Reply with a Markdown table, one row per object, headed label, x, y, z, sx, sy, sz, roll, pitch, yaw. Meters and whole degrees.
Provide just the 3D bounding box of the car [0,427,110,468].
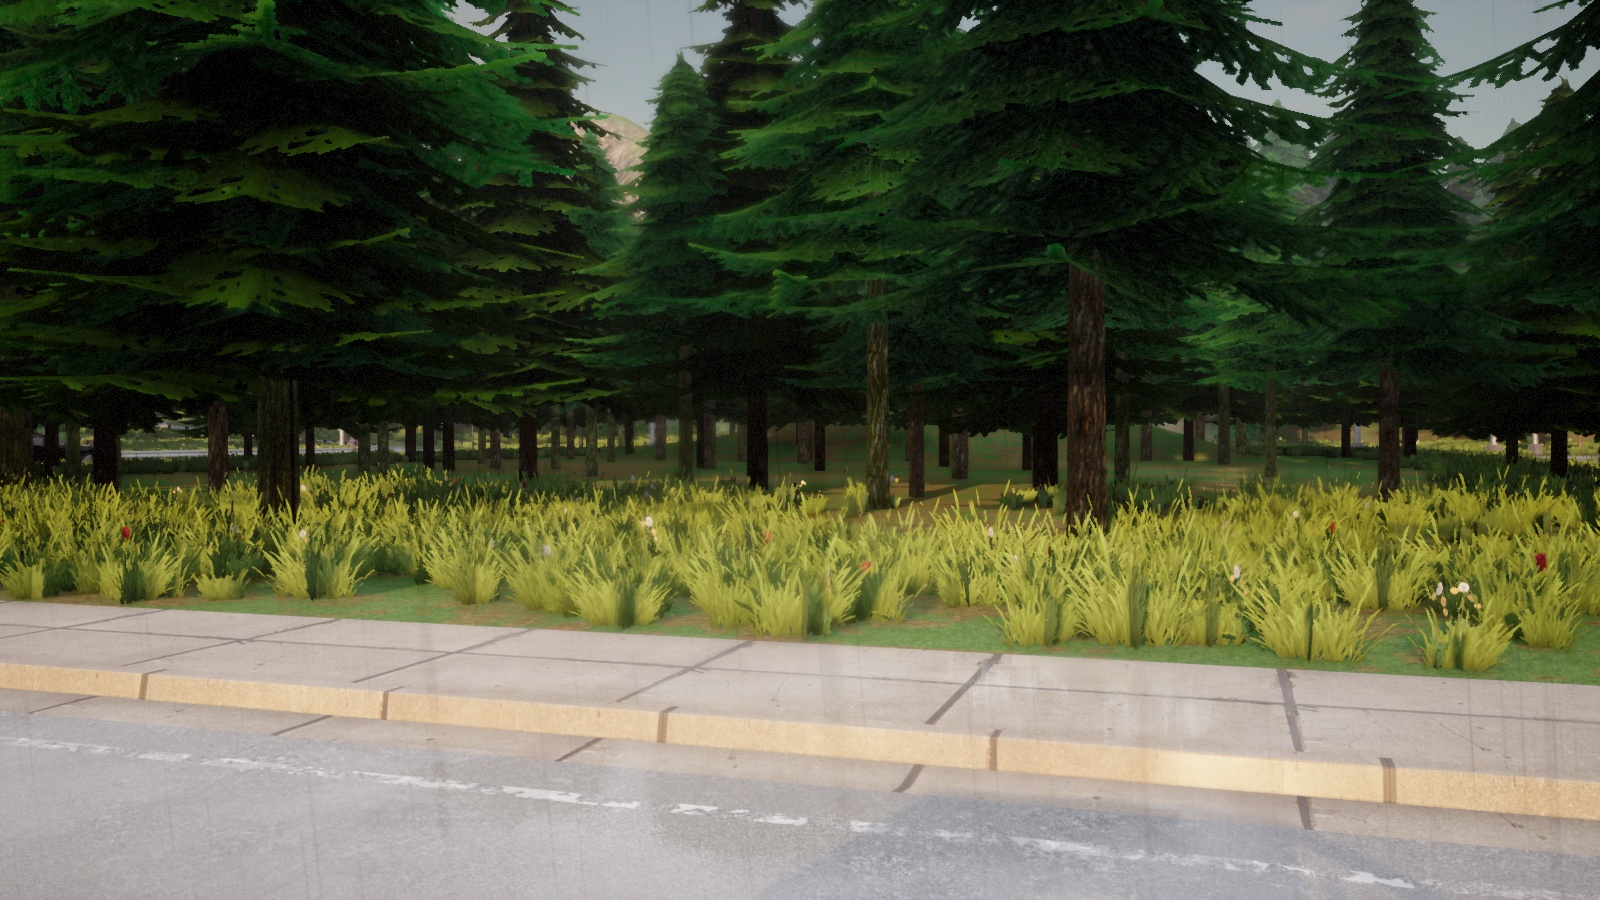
| label | x | y | z | sx | sy | sz | roll | pitch | yaw |
| --- | --- | --- | --- | --- | --- | --- | --- | --- | --- |
| car | -30.318 | -0.137 | 50.023 | 1.882 | 1.535 | 5.008 | 1 | 1 | 18 |
